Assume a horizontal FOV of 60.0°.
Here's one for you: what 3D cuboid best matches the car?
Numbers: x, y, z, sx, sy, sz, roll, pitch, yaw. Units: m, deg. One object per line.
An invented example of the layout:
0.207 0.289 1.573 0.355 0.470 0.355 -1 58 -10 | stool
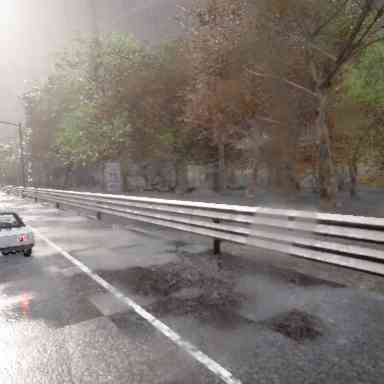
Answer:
-6.248 1.262 10.348 1.895 1.301 4.718 -5 4 -33 | car
